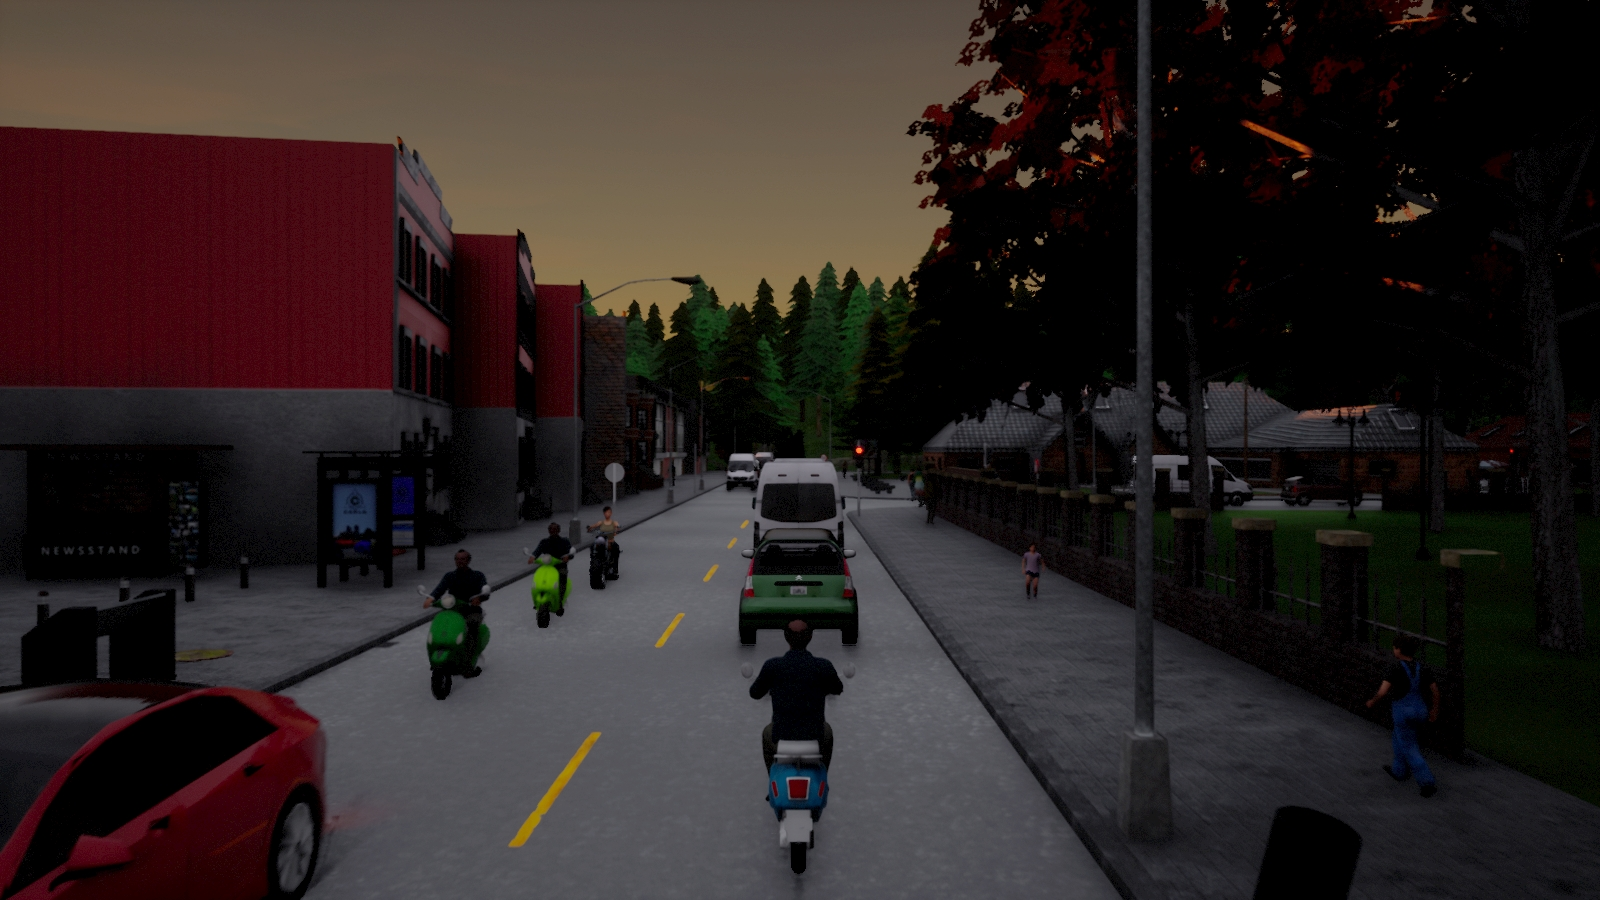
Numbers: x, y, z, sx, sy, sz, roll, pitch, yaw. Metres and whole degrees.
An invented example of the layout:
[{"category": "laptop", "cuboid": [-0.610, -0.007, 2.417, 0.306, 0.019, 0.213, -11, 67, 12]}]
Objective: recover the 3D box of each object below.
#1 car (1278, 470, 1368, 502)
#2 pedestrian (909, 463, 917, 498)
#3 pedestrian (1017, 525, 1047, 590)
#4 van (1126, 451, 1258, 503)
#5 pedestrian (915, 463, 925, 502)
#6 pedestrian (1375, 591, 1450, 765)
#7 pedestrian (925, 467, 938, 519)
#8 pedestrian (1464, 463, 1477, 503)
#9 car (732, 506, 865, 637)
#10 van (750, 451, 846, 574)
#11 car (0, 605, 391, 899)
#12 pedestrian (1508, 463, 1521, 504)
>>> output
[{"category": "car", "cuboid": [26.125, 1.806, 57.158, 3.705, 1.549, 1.789, 0, 0, 0]}, {"category": "pedestrian", "cuboid": [6.081, 1.629, 61.532, 0.375, 1.860, 0.375, 0, 0, 15]}, {"category": "pedestrian", "cuboid": [4.134, 1.905, 20.360, 0.500, 1.100, 0.500, 0, 0, 8]}, {"category": "van", "cuboid": [19.588, 1.315, 57.222, 5.915, 2.561, 1.988, 0, 0, 1]}, {"category": "pedestrian", "cuboid": [5.651, 1.523, 53.808, 0.375, 1.860, 0.375, 0, 0, 15]}, {"category": "pedestrian", "cuboid": [4.887, 1.805, 9.126, 0.375, 1.300, 0.375, 0, 0, -13]}, {"category": "pedestrian", "cuboid": [4.723, 1.526, 40.947, 0.375, 1.860, 0.375, 0, 0, -7]}, {"category": "pedestrian", "cuboid": [31.069, 1.525, 52.914, 0.375, 1.860, 0.375, 0, 0, -4]}, {"category": "car", "cuboid": [-0.023, 1.780, 17.849, 1.851, 1.617, 3.988, 0, 0, 0]}, {"category": "van", "cuboid": [-0.044, 1.315, 26.825, 1.988, 2.561, 5.915, 0, 0, 0]}, {"category": "car", "cuboid": [-4.016, 1.841, 5.653, 2.231, 1.480, 4.892, 0, 0, 0]}, {"category": "pedestrian", "cuboid": [32.565, 1.525, 52.087, 0.375, 1.860, 0.375, 0, 0, -2]}]
